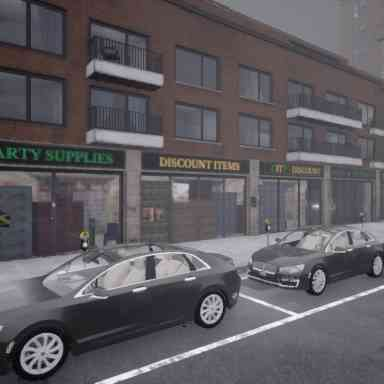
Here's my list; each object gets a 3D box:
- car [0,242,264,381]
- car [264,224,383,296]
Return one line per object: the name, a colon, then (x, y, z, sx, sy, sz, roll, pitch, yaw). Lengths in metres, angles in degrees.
car: (-1.158, 1.551, 5.362, 4.403, 1.369, 2.008, 0, 0, -35)
car: (3.335, 1.551, 8.565, 4.403, 1.369, 2.008, 0, 0, -35)
